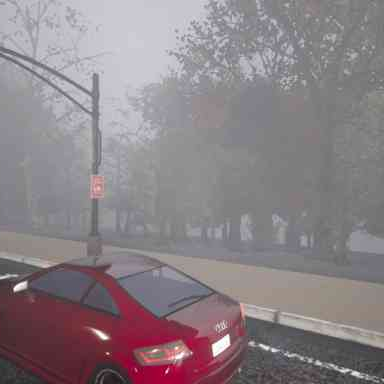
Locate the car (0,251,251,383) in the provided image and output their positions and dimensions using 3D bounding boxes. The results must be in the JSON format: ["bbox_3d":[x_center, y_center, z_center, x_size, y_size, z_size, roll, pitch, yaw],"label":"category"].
[{"bbox_3d":[-1.328,1.563,4.629,4.181,1.385,1.994,0,0,35],"label":"car"}]
